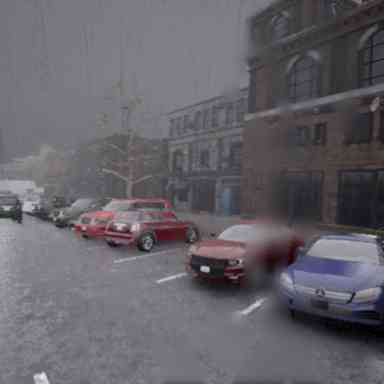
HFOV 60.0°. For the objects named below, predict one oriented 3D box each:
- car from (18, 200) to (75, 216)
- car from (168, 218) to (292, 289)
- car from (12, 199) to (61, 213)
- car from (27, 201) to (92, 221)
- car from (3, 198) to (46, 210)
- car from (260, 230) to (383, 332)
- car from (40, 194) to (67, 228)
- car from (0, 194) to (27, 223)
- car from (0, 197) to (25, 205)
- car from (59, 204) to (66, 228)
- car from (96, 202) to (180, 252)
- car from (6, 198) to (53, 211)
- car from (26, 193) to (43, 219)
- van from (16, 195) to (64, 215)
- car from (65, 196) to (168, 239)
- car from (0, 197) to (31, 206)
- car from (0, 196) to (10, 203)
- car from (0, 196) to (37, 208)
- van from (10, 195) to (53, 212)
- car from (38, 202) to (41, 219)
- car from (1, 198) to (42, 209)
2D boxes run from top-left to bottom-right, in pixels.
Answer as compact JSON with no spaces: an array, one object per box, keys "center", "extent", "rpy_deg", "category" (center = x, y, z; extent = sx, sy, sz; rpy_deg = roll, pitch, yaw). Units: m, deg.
[{"center":[-15.109,1.639,34.761],"extent":[2.097,1.535,5.008],"rpy_deg":[1,-1,36],"category":"car"},{"center":[1.786,1.621,9.886],"extent":[2.097,1.535,5.008],"rpy_deg":[1,-1,36],"category":"car"},{"center":[-18.487,1.673,39.759],"extent":[2.163,1.488,4.792],"rpy_deg":[0,-1,36],"category":"car"},{"center":[-11.727,1.635,29.792],"extent":[2.097,1.535,5.008],"rpy_deg":[1,-1,36],"category":"car"},{"center":[-23.617,1.646,47.187],"extent":[2.097,1.535,5.008],"rpy_deg":[1,-1,35],"category":"car"},{"center":[3.474,1.656,7.375],"extent":[2.002,1.452,4.674],"rpy_deg":[1,-1,36],"category":"car"},{"center":[-6.663,1.378,22.315],"extent":[2.435,2.045,5.566],"rpy_deg":[1,-1,36],"category":"car"},{"center":[-14.530,1.300,25.611],"extent":[2.150,2.045,5.566],"rpy_deg":[1,-1,-35],"category":"car"},{"center":[-34.186,1.644,61.909],"extent":[2.097,1.535,5.008],"rpy_deg":[1,-1,33],"category":"car"},{"center":[-4.981,1.657,19.826],"extent":[2.163,1.488,4.792],"rpy_deg":[1,-1,36],"category":"car"},{"center":[-1.610,1.499,14.854],"extent":[2.185,1.767,4.553],"rpy_deg":[0,-1,36],"category":"car"},{"center":[-21.807,1.647,44.858],"extent":[1.946,1.575,5.366],"rpy_deg":[0,-1,35],"category":"car"},{"center":[-10.022,1.383,27.337],"extent":[2.435,2.045,5.566],"rpy_deg":[0,-1,36],"category":"car"},{"center":[-16.863,1.412,37.152],"extent":[1.878,1.987,4.442],"rpy_deg":[1,-1,36],"category":"van"},{"center":[-3.282,1.375,17.341],"extent":[2.435,2.045,5.566],"rpy_deg":[1,-1,36],"category":"car"},{"center":[-30.620,1.645,57.037],"extent":[2.097,1.535,5.008],"rpy_deg":[0,-1,34],"category":"car"},{"center":[-43.398,1.674,73.886],"extent":[2.002,1.452,4.674],"rpy_deg":[0,-1,31],"category":"car"},{"center":[-27.110,1.520,52.113],"extent":[2.185,1.767,4.553],"rpy_deg":[0,-1,34],"category":"car"},{"center":[-20.263,1.415,42.127],"extent":[1.878,1.987,4.442],"rpy_deg":[1,-1,35],"category":"van"},{"center":[-8.363,1.660,24.796],"extent":[2.163,1.488,4.792],"rpy_deg":[1,-1,36],"category":"car"},{"center":[-25.363,1.647,49.650],"extent":[2.231,1.521,4.892],"rpy_deg":[0,-1,35],"category":"car"}]
